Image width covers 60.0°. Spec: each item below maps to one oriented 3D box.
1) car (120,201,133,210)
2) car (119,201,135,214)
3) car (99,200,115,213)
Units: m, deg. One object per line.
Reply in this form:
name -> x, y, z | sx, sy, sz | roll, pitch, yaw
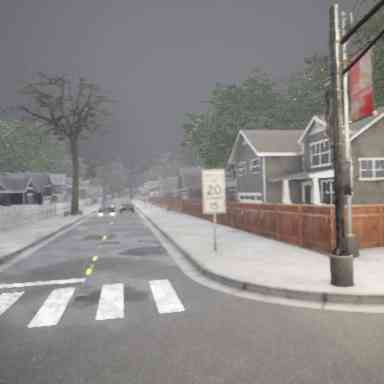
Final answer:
car -> -10.827, 2.220, 54.986 | 1.994, 1.385, 4.181 | -2, 0, -11
car -> -8.763, 2.047, 44.771 | 1.837, 1.490, 4.892 | -2, 0, -11
car -> -12.295, 2.025, 48.346 | 2.097, 1.767, 4.553 | -2, 0, -11
